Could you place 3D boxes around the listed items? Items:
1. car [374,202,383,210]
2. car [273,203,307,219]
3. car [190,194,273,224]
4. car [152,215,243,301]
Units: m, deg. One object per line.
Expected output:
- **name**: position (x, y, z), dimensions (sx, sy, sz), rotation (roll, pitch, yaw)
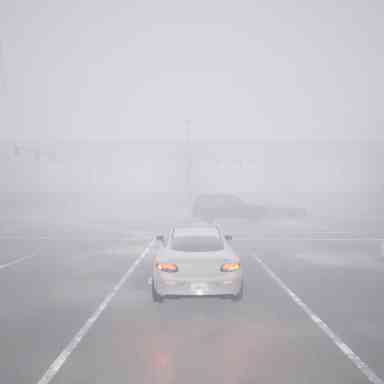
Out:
- **car**: position (23.307, 1.397, 37.840), dimensions (4.674, 1.442, 1.812), rotation (-1, 0, 2)
- **car**: position (6.949, 1.575, 27.581), dimensions (4.718, 1.301, 1.895), rotation (0, 0, 2)
- **car**: position (2.673, 1.200, 24.191), dimensions (5.566, 2.045, 2.150), rotation (0, 0, 2)
- **car**: position (0.075, 1.527, 8.210), dimensions (1.812, 1.442, 4.674), rotation (0, 0, -1)
